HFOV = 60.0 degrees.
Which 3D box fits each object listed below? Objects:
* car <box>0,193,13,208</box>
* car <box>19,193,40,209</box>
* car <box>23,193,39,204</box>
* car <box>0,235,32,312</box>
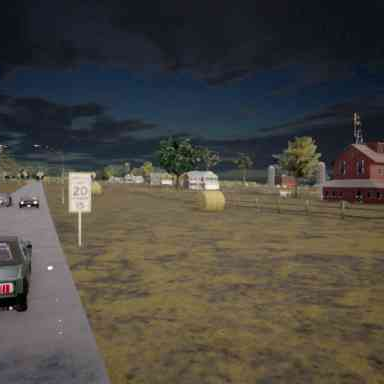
[{"bbox_3d":[-21.001,0.882,36.782,2.128,1.511,4.902,0,1,-24],"label":"car"},{"bbox_3d":[-17.321,1.056,35.509,1.895,1.301,4.718,0,1,-24],"label":"car"},{"bbox_3d":[-21.499,0.815,44.561,1.895,1.301,4.718,0,1,-24],"label":"car"},{"bbox_3d":[-4.507,1.592,7.191,1.895,1.301,4.718,0,0,-24],"label":"car"}]
